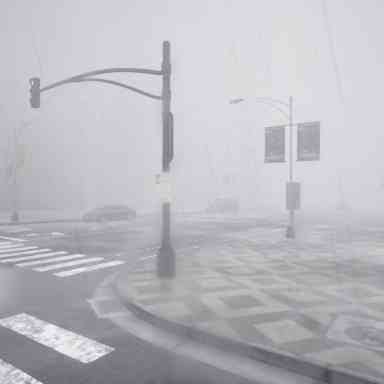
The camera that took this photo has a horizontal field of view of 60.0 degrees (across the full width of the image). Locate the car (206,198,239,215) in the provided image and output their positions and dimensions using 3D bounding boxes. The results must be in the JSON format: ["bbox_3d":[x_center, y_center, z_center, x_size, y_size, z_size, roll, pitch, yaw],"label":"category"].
[{"bbox_3d":[3.980,1.777,42.242,2.150,2.045,5.566,0,-1,35],"label":"car"}]

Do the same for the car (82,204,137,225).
[{"bbox_3d":[-6.673,1.791,27.198,1.837,1.490,4.892,0,0,35],"label":"car"}]

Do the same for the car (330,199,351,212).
[{"bbox_3d":[24.538,2.382,54.115,2.128,1.511,4.902,0,-1,36],"label":"car"}]
